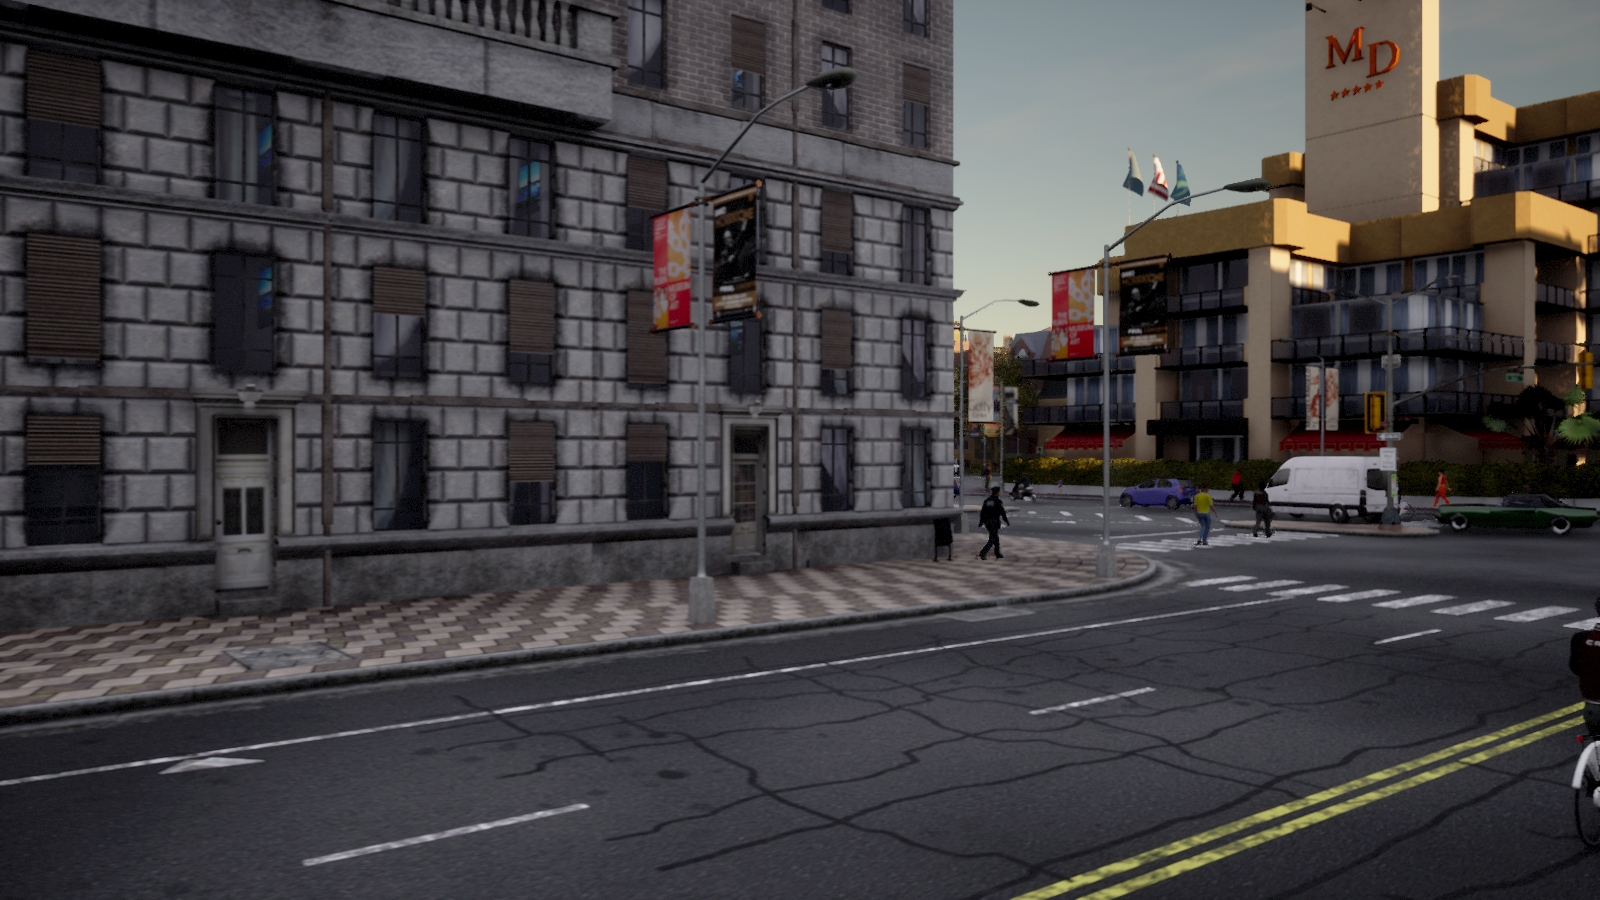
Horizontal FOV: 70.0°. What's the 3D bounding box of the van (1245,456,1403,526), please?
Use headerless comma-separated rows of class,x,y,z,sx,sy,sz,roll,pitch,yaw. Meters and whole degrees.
van,20.672,1.535,45.427,1.988,2.561,5.915,0,0,-23

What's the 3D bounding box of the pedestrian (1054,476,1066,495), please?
pedestrian,15.354,2.077,67.508,0.500,1.100,0.500,0,0,-38

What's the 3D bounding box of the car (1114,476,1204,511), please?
car,16.936,2.038,54.040,1.845,1.501,3.633,0,0,-38

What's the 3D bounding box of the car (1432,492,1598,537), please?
car,24.448,2.155,39.114,4.718,1.301,1.895,0,0,35

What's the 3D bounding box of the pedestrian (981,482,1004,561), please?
pedestrian,4.591,1.696,27.286,0.375,1.860,0.375,0,0,-39

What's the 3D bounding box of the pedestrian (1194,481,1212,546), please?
pedestrian,11.760,1.849,33.348,0.375,1.860,0.375,0,0,-43

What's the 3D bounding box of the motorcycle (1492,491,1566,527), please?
motorcycle,27.317,2.205,42.844,2.209,1.251,0.867,0,0,24

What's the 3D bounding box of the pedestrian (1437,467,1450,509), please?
pedestrian,28.615,1.696,50.831,0.375,1.860,0.375,0,0,-37

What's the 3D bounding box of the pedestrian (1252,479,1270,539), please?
pedestrian,14.546,1.849,36.075,0.375,1.860,0.375,0,0,-34

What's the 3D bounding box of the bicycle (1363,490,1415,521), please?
bicycle,23.623,2.210,45.828,0.329,1.171,1.835,1,0,-45

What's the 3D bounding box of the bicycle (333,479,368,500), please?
bicycle,-25.698,2.242,65.377,1.835,1.171,0.329,-1,-7,1

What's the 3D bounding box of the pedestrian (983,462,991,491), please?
pedestrian,11.888,1.698,72.715,0.375,1.860,0.375,0,0,-39

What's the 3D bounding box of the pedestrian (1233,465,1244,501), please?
pedestrian,22.539,1.697,58.700,0.375,1.860,0.375,0,0,-39

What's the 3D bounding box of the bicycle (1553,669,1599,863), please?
bicycle,6.095,2.210,8.387,1.835,1.171,0.329,0,0,-36
